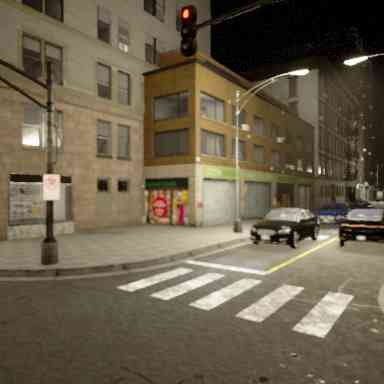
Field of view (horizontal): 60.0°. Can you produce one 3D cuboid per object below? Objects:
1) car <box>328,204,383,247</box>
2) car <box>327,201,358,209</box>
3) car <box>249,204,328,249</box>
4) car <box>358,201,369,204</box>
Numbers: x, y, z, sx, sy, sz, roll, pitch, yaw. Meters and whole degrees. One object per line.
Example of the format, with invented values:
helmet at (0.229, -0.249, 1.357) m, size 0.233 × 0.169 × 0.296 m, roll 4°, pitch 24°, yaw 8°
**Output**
car at (7.583, 1.470, 14.256) m, size 2.128 × 1.511 × 4.902 m, roll 0°, pitch 0°, yaw 34°
car at (9.564, 1.501, 22.303) m, size 1.812 × 1.442 × 4.674 m, roll 0°, pitch 0°, yaw 35°
car at (4.235, 1.482, 14.821) m, size 2.128 × 1.511 × 4.902 m, roll 0°, pitch 0°, yaw 35°
car at (15.379, 1.524, 30.476) m, size 1.994 × 1.385 × 4.181 m, roll 0°, pitch 0°, yaw 35°
